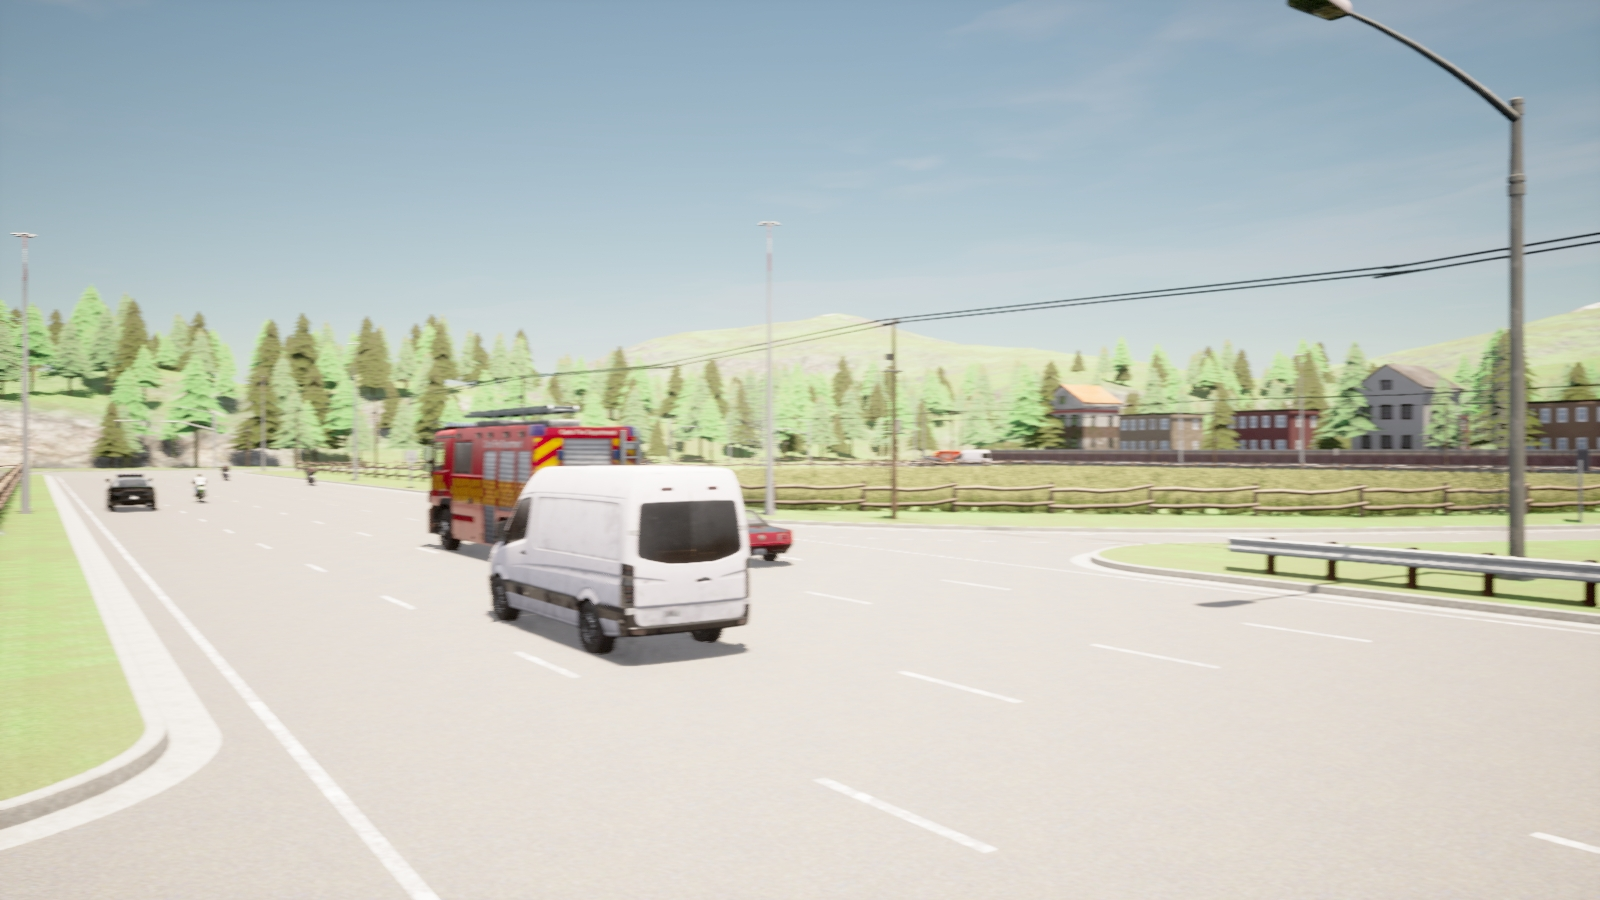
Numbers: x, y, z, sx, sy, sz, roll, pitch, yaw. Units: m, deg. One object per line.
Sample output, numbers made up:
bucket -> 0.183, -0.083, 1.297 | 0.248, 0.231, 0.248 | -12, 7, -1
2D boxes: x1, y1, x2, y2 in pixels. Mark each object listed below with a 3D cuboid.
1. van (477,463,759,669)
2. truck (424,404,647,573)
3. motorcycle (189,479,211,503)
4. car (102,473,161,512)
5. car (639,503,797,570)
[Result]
van -> -3.041, 1.517, 17.606 | 1.988, 2.561, 5.915 | 0, 0, -34
truck -> -7.249, 0.863, 30.173 | 2.891, 3.827, 8.468 | 0, 0, -34
motorcycle -> -31.731, 2.161, 60.411 | 0.803, 1.199, 2.033 | 0, 0, -34
car -> -31.703, 1.965, 54.083 | 2.097, 1.638, 5.238 | 0, 0, -34
car -> -2.183, 2.121, 28.896 | 1.895, 1.301, 4.718 | 0, 0, -34
